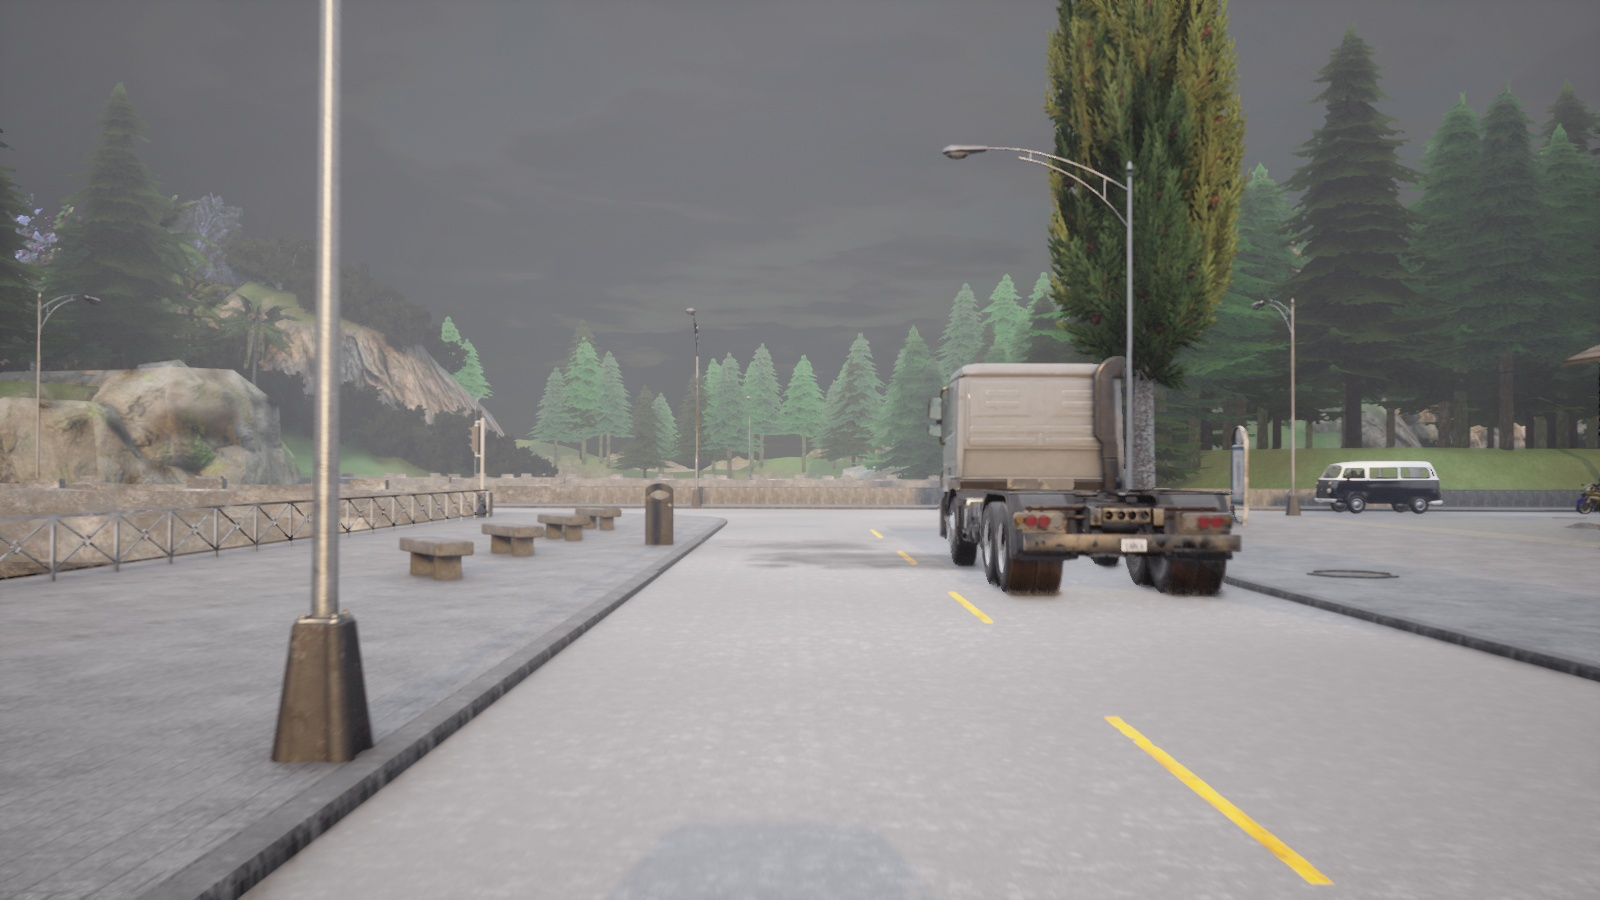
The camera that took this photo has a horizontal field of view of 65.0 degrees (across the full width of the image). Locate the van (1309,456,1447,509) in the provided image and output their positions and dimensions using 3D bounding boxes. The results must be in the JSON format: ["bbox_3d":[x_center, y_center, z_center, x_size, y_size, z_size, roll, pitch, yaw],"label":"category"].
[{"bbox_3d":[22.724,1.276,49.493,4.480,2.038,2.069,0,-1,0],"label":"van"}]

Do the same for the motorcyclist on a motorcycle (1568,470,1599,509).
[{"bbox_3d":[31.656,1.552,49.499,2.191,1.530,0.866,0,-1,0],"label":"motorcyclist on a motorcycle"}]

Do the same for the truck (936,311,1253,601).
[{"bbox_3d":[3.946,0.135,18.992,2.891,3.462,7.936,0,-1,0],"label":"truck"}]
